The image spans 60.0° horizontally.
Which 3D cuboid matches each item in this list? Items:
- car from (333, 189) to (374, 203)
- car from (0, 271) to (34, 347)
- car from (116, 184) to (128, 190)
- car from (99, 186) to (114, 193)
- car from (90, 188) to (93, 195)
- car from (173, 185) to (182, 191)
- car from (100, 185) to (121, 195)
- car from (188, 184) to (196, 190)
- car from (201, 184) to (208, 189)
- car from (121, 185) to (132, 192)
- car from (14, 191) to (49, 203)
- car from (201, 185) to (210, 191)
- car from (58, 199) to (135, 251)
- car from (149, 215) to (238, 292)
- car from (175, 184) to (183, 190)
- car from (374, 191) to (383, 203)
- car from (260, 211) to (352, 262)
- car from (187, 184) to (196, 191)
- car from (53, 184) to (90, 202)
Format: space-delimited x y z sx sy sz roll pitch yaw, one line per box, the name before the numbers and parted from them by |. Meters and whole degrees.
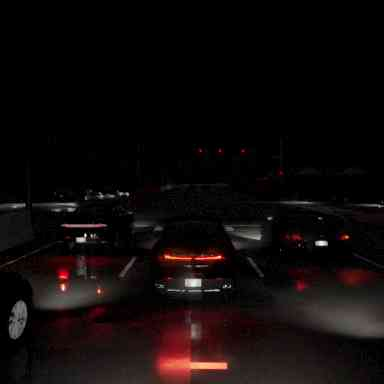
car | 17.944 0.419 36.207 4.902 1.511 2.128 0 2 2
car | -3.407 1.476 3.324 1.837 1.490 4.892 0 1 0
car | -17.563 -1.166 83.478 2.033 1.411 5.357 0 2 0
car | -17.552 -0.584 68.394 1.994 1.385 4.181 0 2 0
car | -17.624 -0.156 54.627 1.812 1.442 4.674 0 2 0
car | -3.562 -0.969 81.355 1.895 1.301 4.718 0 2 0
car | -14.125 -0.275 56.753 1.882 1.535 5.008 0 2 0
car | -0.070 -1.373 91.896 2.033 1.411 5.357 0 2 0
car | 3.431 -1.416 91.514 1.895 1.301 4.718 0 2 0
car | -14.053 -0.617 70.672 1.895 1.301 4.718 0 2 0
car | -17.628 0.513 36.651 1.895 1.301 4.718 0 2 0
car | 3.439 -1.092 81.069 1.882 1.535 5.008 0 2 0
car | -3.427 1.190 12.711 2.128 1.511 4.902 0 2 0
car | 0.051 1.338 8.512 1.837 1.490 4.892 0 2 1
car | -3.569 -1.359 91.477 2.033 1.411 5.357 0 2 0
car | 21.348 0.595 32.577 5.357 1.411 2.033 0 2 2
car | 3.564 1.317 11.111 1.994 1.385 4.181 0 2 0
car | -0.062 -1.076 81.705 1.837 1.490 4.892 0 2 0
car | -14.128 0.066 38.775 2.150 2.045 5.566 0 2 0
